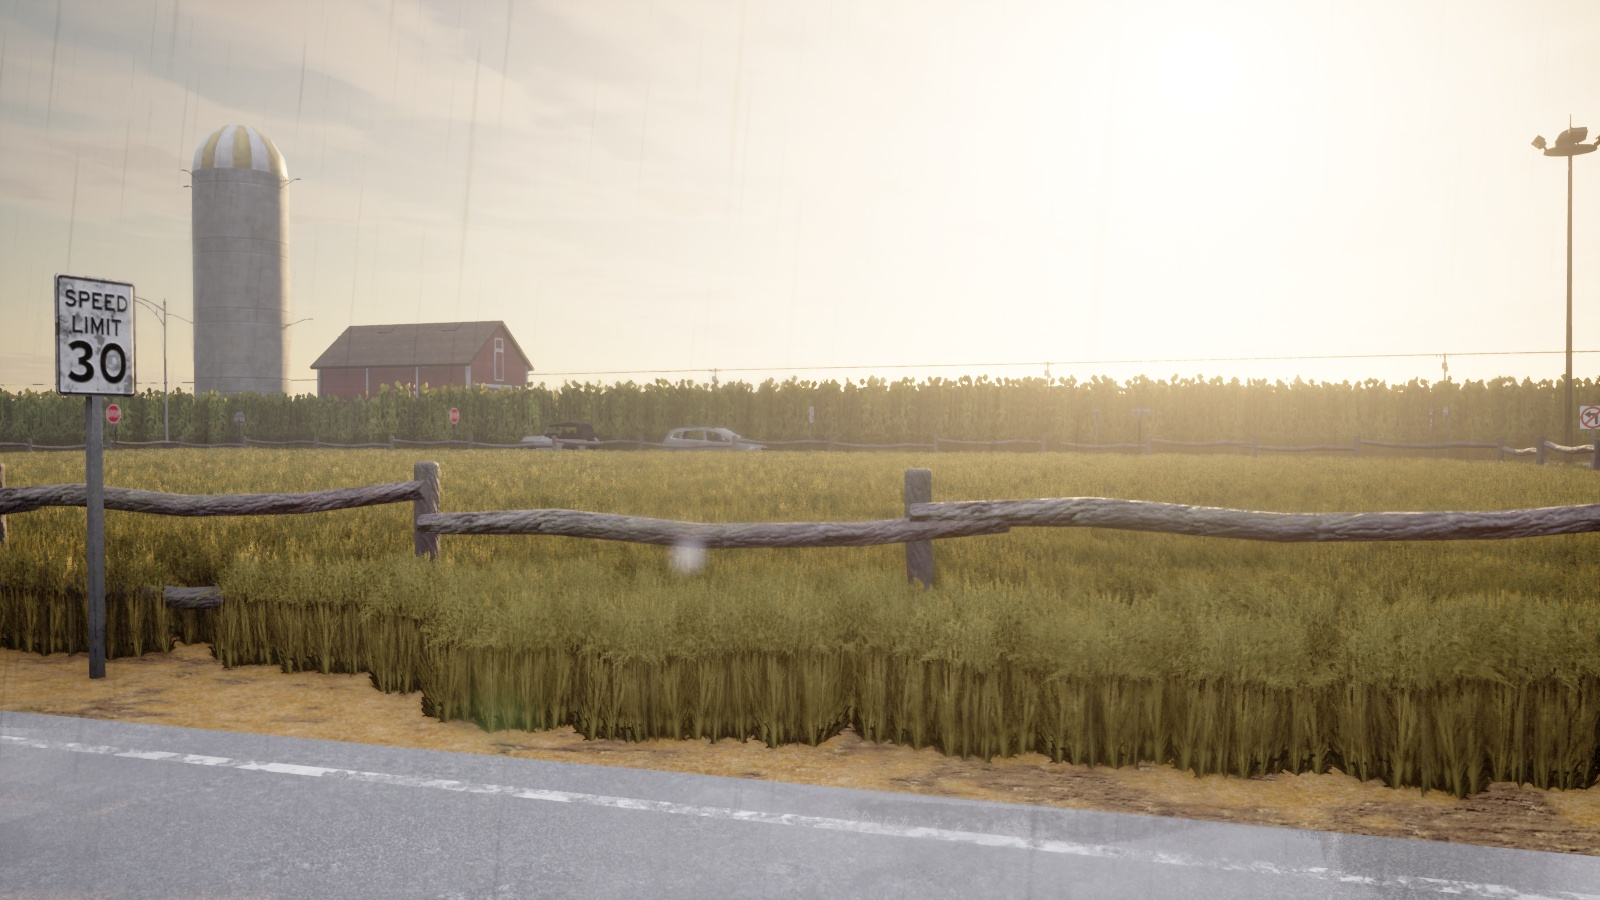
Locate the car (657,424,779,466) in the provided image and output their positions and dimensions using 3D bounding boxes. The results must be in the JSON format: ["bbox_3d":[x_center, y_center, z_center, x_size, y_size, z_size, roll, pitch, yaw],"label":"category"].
[{"bbox_3d":[-3.443,-0.235,52.910,4.611,1.667,2.242,1,1,19],"label":"car"}]

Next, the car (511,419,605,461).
[{"bbox_3d":[-11.360,-0.474,58.957,3.866,1.878,1.905,1,1,19],"label":"car"}]
